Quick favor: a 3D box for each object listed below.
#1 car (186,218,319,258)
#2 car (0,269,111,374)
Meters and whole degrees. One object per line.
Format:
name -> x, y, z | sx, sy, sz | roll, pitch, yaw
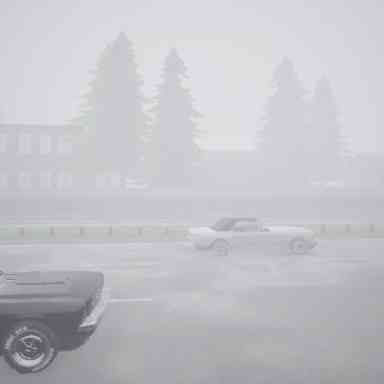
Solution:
car -> 2.207, 1.626, 12.543 | 4.718, 1.301, 1.895 | 0, 0, -7
car -> -3.625, 1.605, 4.796 | 4.718, 1.301, 1.895 | 0, 0, -7
